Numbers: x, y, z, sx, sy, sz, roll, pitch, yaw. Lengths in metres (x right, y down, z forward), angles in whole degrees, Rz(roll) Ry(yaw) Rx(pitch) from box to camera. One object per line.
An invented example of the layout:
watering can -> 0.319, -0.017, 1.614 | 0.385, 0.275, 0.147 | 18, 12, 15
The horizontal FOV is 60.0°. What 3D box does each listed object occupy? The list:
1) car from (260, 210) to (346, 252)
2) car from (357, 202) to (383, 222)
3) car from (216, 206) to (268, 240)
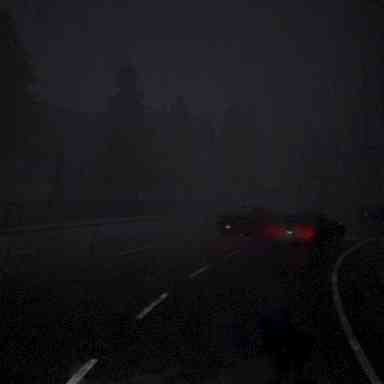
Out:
car -> 5.055, 1.555, 14.119 | 2.033, 1.411, 5.357 | 0, 0, 36
car -> 15.327, 1.530, 26.390 | 5.008, 1.535, 1.882 | 0, 0, -29
car -> 3.154, 1.467, 17.155 | 1.882, 1.535, 5.008 | 0, 0, 37
